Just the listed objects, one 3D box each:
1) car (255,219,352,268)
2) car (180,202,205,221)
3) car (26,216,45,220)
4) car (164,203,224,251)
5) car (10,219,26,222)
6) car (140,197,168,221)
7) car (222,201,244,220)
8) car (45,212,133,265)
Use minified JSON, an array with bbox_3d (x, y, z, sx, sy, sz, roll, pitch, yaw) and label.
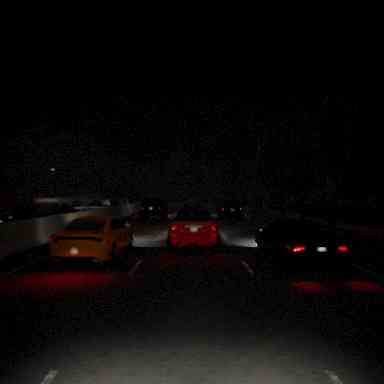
[{"bbox_3d":[3.576,1.656,11.672,2.033,1.411,5.357,0,-1,0],"label":"car"},{"bbox_3d":[0.040,1.788,31.610,2.128,1.511,4.902,0,-1,0],"label":"car"},{"bbox_3d":[-10.658,1.728,26.147,1.882,1.535,5.008,0,-1,0],"label":"car"},{"bbox_3d":[0.069,1.494,15.007,2.097,1.767,4.553,0,-1,0],"label":"car"},{"bbox_3d":[-14.150,1.810,27.265,2.033,1.411,5.357,0,-1,0],"label":"car"},{"bbox_3d":[-3.458,1.511,30.708,2.150,2.045,5.566,0,-1,0],"label":"car"},{"bbox_3d":[3.540,1.645,31.327,2.097,1.767,4.553,0,-1,0],"label":"car"},{"bbox_3d":[-3.428,1.594,12.158,1.882,1.535,5.008,0,0,0],"label":"car"}]
